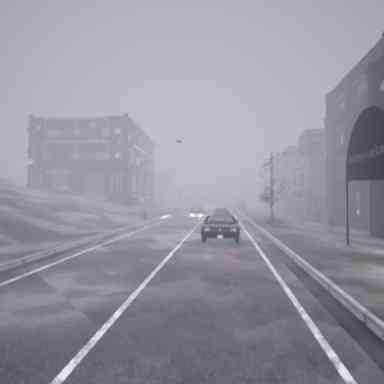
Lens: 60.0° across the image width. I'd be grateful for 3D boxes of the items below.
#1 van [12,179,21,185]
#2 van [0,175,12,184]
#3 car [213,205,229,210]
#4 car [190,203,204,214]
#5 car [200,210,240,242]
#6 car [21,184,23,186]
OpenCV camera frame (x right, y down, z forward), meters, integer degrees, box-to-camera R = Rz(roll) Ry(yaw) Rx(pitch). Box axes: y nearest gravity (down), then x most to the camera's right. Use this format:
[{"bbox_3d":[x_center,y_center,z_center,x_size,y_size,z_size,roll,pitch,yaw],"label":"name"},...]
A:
[{"bbox_3d":[-32.480,-1.392,59.051,1.878,1.987,4.442,1,-4,-11],"label":"van"},{"bbox_3d":[-31.365,-1.751,53.637,1.878,1.987,4.442,1,-4,-10],"label":"van"},{"bbox_3d":[3.517,2.257,39.862,1.812,1.442,4.674,0,-1,5],"label":"car"},{"bbox_3d":[0.802,2.417,49.740,2.128,1.511,4.902,0,-1,5],"label":"car"},{"bbox_3d":[1.517,1.847,17.795,1.895,1.301,4.718,0,-1,5],"label":"car"},{"bbox_3d":[-33.677,-0.771,64.349,2.163,1.488,4.792,1,-4,-13],"label":"car"}]
